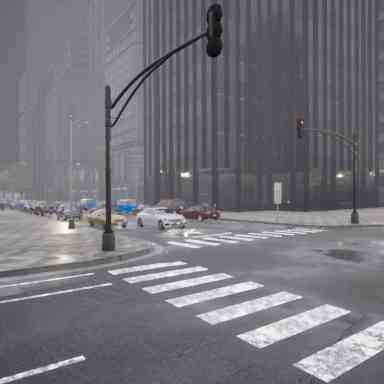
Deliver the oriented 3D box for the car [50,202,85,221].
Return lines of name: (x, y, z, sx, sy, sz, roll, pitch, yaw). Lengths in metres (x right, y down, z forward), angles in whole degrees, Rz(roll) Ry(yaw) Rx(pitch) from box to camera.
car: (-12.018, 2.004, 32.490, 2.008, 1.369, 4.403, -1, 0, -35)

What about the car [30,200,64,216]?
car: (-17.677, 1.901, 40.460, 2.192, 1.841, 5.009, -1, 0, -35)

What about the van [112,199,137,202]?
van: (-8.224, 1.833, 41.903, 1.690, 1.788, 3.998, -1, 0, -35)

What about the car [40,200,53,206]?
car: (-34.697, 2.661, 79.191, 1.947, 1.339, 4.313, -1, 0, -35)

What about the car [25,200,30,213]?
car: (-20.499, 2.196, 44.444, 1.887, 1.381, 4.507, -1, 0, -35)

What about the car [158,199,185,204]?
car: (-2.347, 1.668, 33.598, 2.192, 1.841, 5.009, -1, 0, -35)

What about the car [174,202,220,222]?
car: (0.597, 1.828, 29.446, 1.887, 1.381, 4.507, -1, 0, -35)

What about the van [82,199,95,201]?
van: (-17.040, 2.038, 54.360, 1.690, 1.788, 3.998, -1, 0, -35)

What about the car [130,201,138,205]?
car: (-5.279, 2.004, 37.750, 1.802, 1.307, 4.206, -1, 0, -35)

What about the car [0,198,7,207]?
car: (-41.246, 2.668, 73.687, 1.887, 1.381, 4.507, -1, 0, -35)

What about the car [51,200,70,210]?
car: (-23.018, 2.271, 57.971, 1.882, 1.535, 5.008, 0, -1, -35)

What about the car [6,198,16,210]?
car: (-31.913, 2.354, 60.529, 1.967, 1.590, 4.097, -1, 0, -35)

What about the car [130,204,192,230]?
car: (-2.281, 1.790, 23.399, 1.812, 1.442, 4.674, 0, -1, -37)

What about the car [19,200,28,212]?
car: (-23.328, 2.157, 48.429, 1.967, 1.590, 4.097, -1, 0, -35)

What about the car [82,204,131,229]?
car: (-6.266, 1.843, 24.382, 1.752, 1.417, 4.829, -1, 0, -35)

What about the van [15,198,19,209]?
van: (-26.158, 2.123, 52.414, 1.690, 1.788, 3.998, -1, 0, -35)

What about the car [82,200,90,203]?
car: (-17.035, 2.257, 49.589, 1.895, 1.301, 4.718, 0, -1, -35)

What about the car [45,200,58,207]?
car: (-31.686, 2.596, 74.947, 1.947, 1.339, 4.313, -1, 0, -35)

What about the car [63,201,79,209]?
car: (-22.656, 2.407, 62.219, 1.802, 1.307, 4.206, -1, 0, -35)

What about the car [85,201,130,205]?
car: (-8.160, 1.895, 31.675, 2.128, 1.511, 4.902, 0, -1, -35)

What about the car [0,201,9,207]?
car: (-44.356, 2.772, 78.073, 1.802, 1.307, 4.206, -1, 0, -35)

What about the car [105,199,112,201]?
car: (-11.163, 1.875, 46.055, 2.192, 1.841, 5.009, -1, 0, -35)

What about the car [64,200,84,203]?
car: (-15.742, 2.106, 42.391, 1.812, 1.442, 4.674, 0, -1, -35)
